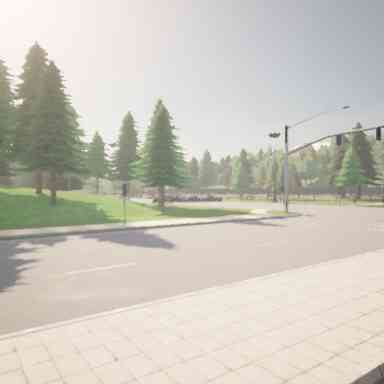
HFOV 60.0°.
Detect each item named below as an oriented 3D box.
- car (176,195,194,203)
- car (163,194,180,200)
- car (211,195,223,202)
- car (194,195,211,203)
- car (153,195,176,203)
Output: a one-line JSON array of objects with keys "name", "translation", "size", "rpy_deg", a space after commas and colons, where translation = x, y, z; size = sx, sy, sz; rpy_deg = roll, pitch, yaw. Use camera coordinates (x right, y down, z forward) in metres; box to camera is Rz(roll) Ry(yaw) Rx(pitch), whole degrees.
[{"name": "car", "translation": [-2.330, 1.238, 61.374], "size": [2.128, 1.511, 4.902], "rpy_deg": [-1, 0, -35]}, {"name": "car", "translation": [-4.767, 1.140, 77.130], "size": [1.895, 1.301, 4.718], "rpy_deg": [-1, 0, -35]}, {"name": "car", "translation": [4.041, 1.258, 64.515], "size": [1.994, 1.385, 4.181], "rpy_deg": [-1, 0, -34]}, {"name": "car", "translation": [0.937, 1.247, 62.834], "size": [1.812, 1.442, 4.674], "rpy_deg": [-1, 0, -34]}, {"name": "car", "translation": [-5.382, 1.300, 59.617], "size": [1.812, 1.442, 4.674], "rpy_deg": [-1, 0, -35]}]
